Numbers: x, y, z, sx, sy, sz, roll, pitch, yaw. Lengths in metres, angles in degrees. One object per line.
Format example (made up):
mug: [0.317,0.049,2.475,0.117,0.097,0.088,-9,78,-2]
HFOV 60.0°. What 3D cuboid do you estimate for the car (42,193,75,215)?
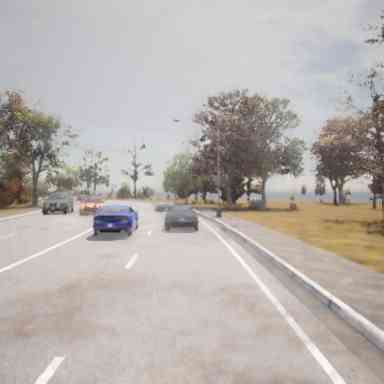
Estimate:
car: [-13.002,1.110,32.665,2.150,2.045,5.566,0,0,-10]

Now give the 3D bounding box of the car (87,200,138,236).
car: [-4.020,1.418,18.092,1.882,1.535,5.008,0,0,-4]

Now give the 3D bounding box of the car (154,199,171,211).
car: [-3.259,1.477,38.515,1.895,1.301,4.718,0,0,-12]

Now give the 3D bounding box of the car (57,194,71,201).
car: [-27.549,1.138,71.460,1.882,1.535,5.008,0,0,-31]

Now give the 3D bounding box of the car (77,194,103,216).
car: [-9.261,1.247,31.275,2.097,1.767,4.553,0,0,-10]

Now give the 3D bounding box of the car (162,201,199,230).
car: [-0.710,1.497,20.516,1.994,1.385,4.181,0,0,-5]

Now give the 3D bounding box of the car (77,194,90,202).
car: [-23.245,1.244,71.065,1.812,1.442,4.674,0,0,-28]
